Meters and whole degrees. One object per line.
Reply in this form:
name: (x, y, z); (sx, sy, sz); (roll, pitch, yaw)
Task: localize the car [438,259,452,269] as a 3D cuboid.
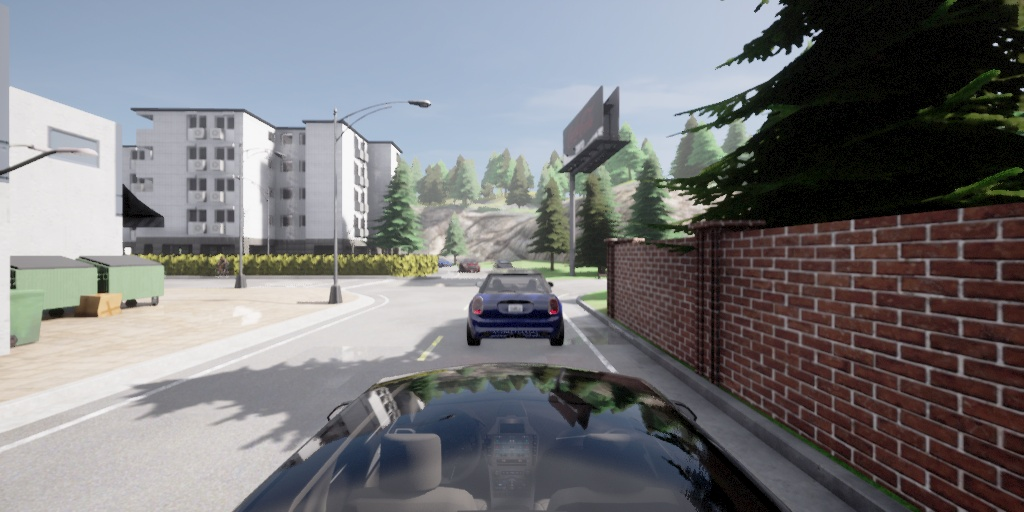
car: (-11.247, 1.168, 56.925); (1.882, 1.535, 5.008); (0, 0, -35)

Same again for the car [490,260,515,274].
car: (-1.171, 1.198, 42.295); (2.128, 1.511, 4.902); (0, 0, -11)

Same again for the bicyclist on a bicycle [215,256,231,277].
bicyclist on a bicycle: (-23.048, 0.846, 28.592); (0.582, 1.620, 1.656); (0, 0, -1)

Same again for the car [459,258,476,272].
car: (-4.977, 1.059, 42.151); (2.097, 1.767, 4.553); (0, 0, -14)

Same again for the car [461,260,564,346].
car: (0.078, 1.094, 9.521); (2.097, 1.767, 4.553); (0, 0, 0)
